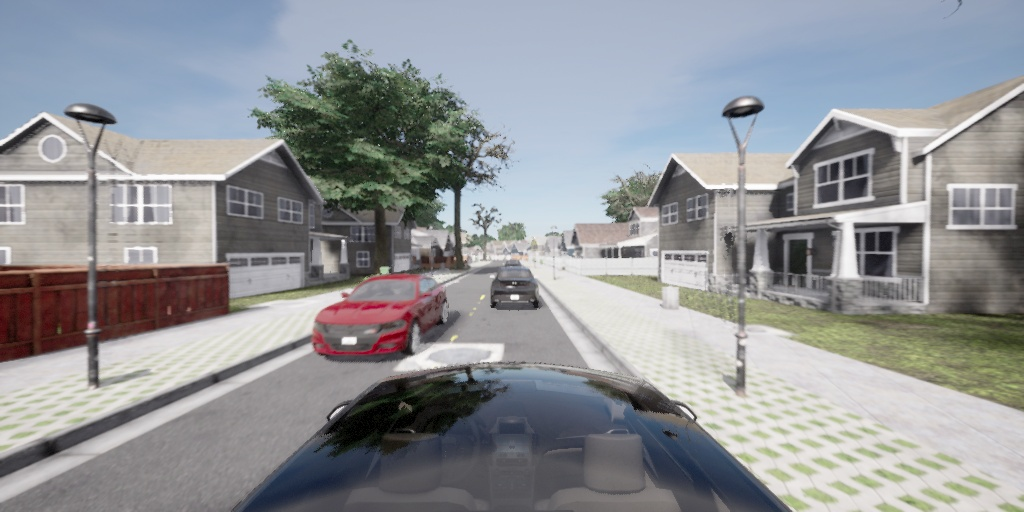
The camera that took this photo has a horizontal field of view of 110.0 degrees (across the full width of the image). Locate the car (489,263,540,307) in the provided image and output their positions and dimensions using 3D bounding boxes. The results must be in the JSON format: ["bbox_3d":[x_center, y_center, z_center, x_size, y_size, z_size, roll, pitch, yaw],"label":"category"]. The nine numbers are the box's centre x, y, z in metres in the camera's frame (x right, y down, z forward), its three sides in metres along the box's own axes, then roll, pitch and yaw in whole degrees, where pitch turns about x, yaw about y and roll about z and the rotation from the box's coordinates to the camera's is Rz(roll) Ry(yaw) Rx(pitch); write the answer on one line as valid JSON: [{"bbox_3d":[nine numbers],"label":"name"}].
[{"bbox_3d":[0.100,1.198,15.045,1.837,1.490,4.892,0,0,0],"label":"car"}]

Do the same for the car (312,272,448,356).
[{"bbox_3d":[-2.838,1.198,8.753,1.882,1.535,5.008,0,0,0],"label":"car"}]

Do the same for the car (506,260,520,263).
[{"bbox_3d":[0.101,1.103,36.117,1.837,1.490,4.892,0,0,0],"label":"car"}]
